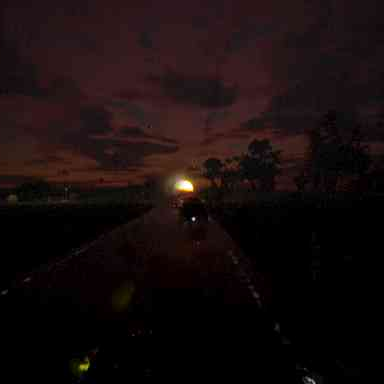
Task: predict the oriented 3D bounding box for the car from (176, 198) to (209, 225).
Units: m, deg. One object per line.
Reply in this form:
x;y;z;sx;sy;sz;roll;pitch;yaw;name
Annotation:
0.101;1.390;22.750;1.837;1.490;4.892;0;0;0;car

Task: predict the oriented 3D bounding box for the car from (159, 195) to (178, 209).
-2.833;1.164;40.751;2.097;1.767;4.553;0;0;0;car
